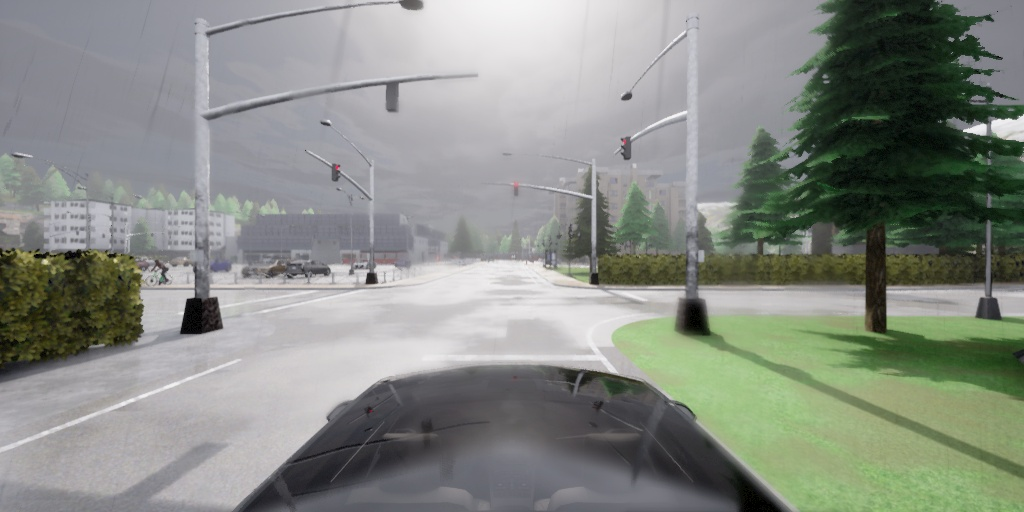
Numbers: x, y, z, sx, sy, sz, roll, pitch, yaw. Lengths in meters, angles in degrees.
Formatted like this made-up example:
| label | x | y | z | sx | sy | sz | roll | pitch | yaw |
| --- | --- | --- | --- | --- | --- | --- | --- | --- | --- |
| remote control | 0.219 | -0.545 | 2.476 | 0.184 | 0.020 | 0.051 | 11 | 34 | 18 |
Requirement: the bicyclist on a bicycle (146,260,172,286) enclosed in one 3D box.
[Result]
| label | x | y | z | sx | sy | sz | roll | pitch | yaw |
| --- | --- | --- | --- | --- | --- | --- | --- | --- | --- |
| bicyclist on a bicycle | -21.756 | 1.042 | 22.124 | 0.582 | 1.620 | 1.656 | 0 | 0 | 1 |
